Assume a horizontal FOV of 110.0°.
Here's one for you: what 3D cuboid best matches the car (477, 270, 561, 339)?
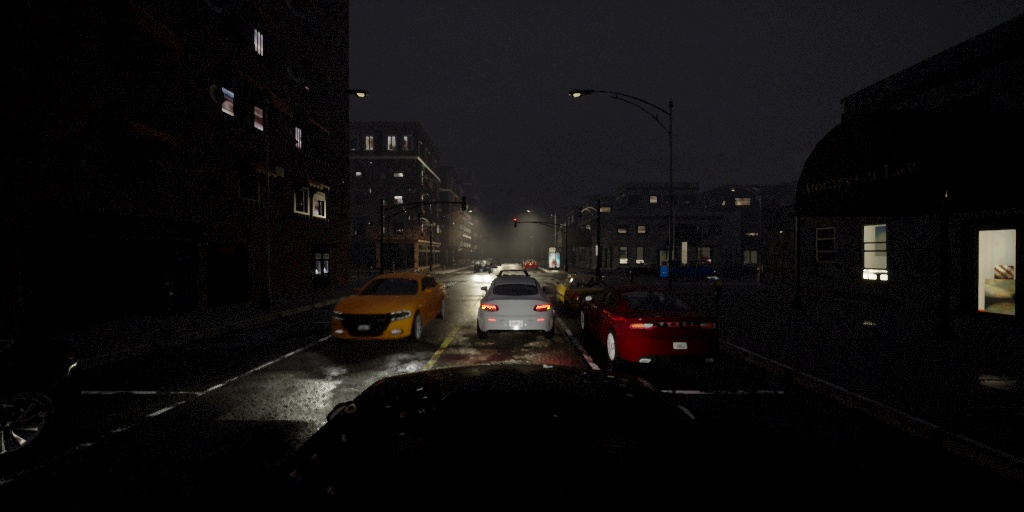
[{"bbox_3d":[0.084,1.276,9.952,1.812,1.442,4.674,0,0,0],"label":"car"}]

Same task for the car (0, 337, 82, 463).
[{"bbox_3d":[-5.692,1.316,2.231,1.948,1.339,4.313,0,0,0],"label":"car"}]

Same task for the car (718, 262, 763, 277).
[{"bbox_3d":[22.343,1.367,35.982,4.181,1.385,1.994,0,0,0],"label":"car"}]

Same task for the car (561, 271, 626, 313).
[{"bbox_3d":[2.667,1.276,13.805,1.751,1.417,4.829,0,0,0],"label":"car"}]

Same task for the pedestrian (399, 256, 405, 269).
[{"bbox_3d":[-12.707,0.829,41.188,0.375,1.860,0.375,0,0,-1],"label":"pedestrian"}]

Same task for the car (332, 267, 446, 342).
[{"bbox_3d":[-3.117,1.227,10.016,1.882,1.535,5.008,0,0,0],"label":"car"}]

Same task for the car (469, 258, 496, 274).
[{"bbox_3d":[-3.170,1.220,39.529,2.128,1.511,4.902,0,0,0],"label":"car"}]

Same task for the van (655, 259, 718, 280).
[{"bbox_3d":[14.601,1.163,30.125,3.998,1.789,1.690,0,0,-1],"label":"van"}]

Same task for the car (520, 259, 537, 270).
[{"bbox_3d":[2.594,1.211,51.803,1.967,1.591,4.097,0,0,0],"label":"car"}]

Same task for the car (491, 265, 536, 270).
[{"bbox_3d":[0.077,1.353,19.063,1.895,1.301,4.718,0,0,0],"label":"car"}]

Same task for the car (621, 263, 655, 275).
[{"bbox_3d":[13.424,1.380,35.902,4.718,1.301,1.895,0,0,-1],"label":"car"}]

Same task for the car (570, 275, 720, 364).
[{"bbox_3d":[2.678,1.295,7.938,1.888,1.381,4.507,0,0,0],"label":"car"}]

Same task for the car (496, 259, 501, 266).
[{"bbox_3d":[-3.200,1.324,56.513,2.033,1.411,5.357,0,0,0],"label":"car"}]
